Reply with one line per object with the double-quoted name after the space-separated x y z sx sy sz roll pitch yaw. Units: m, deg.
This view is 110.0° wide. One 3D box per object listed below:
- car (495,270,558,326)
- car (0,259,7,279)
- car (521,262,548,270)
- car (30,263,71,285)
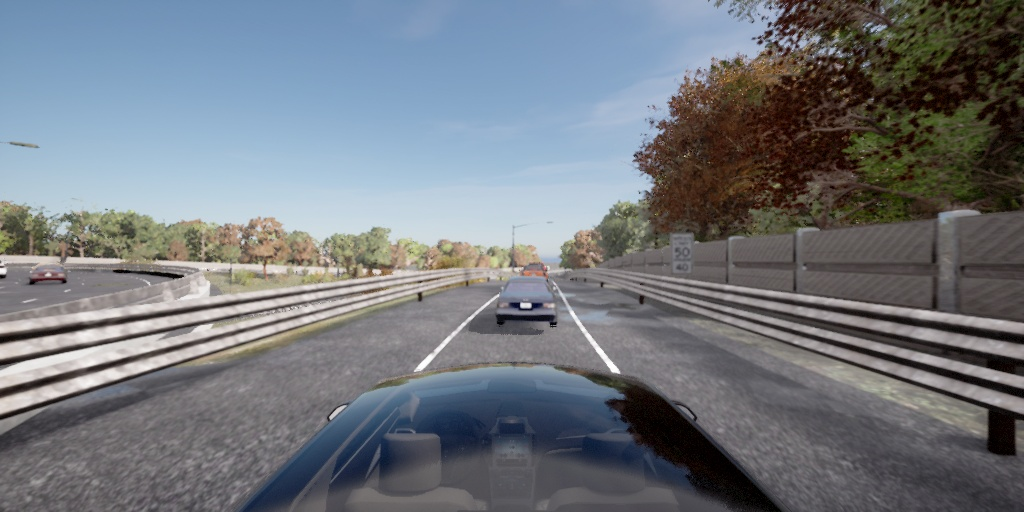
0.528 1.380 12.033 2.033 1.411 5.357 0 0 4 "car"
-51.206 1.203 34.878 5.566 2.045 2.150 0 -1 32 "car"
1.707 1.443 27.977 2.097 1.767 4.553 0 -2 5 "car"
-36.882 1.488 28.631 5.357 1.411 2.033 0 -1 40 "car"
